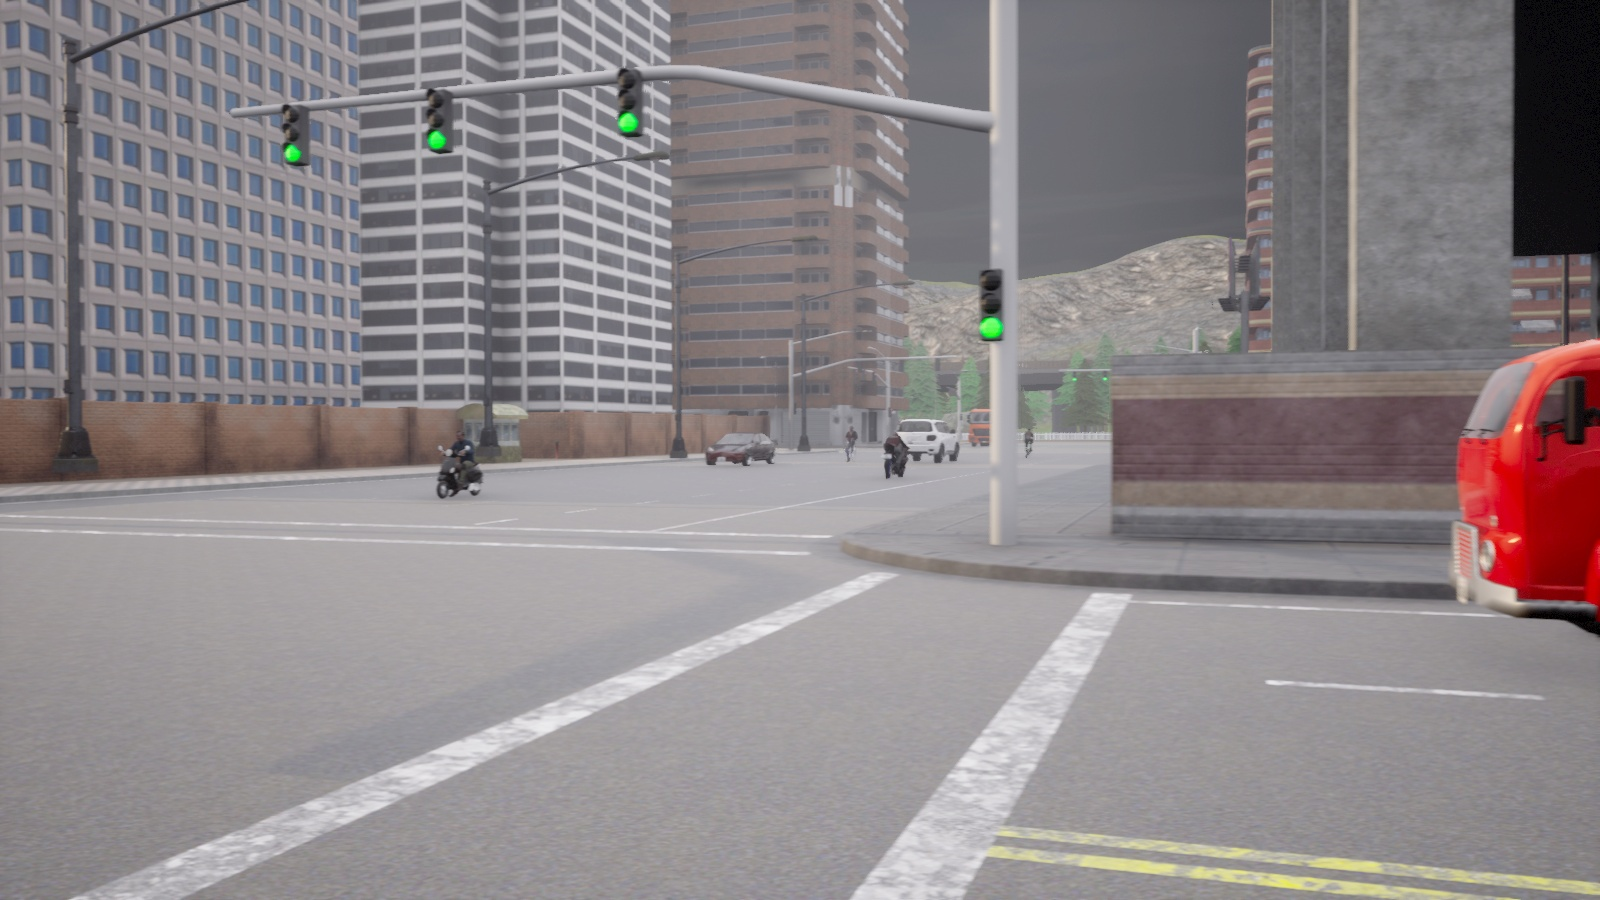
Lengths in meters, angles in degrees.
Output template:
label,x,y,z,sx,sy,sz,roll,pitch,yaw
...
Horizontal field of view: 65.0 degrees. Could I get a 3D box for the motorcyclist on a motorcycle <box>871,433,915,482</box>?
label,x,y,z,sx,sy,sz,roll,pitch,yaw
motorcyclist on a motorcycle,3.035,0.220,40.798,0.866,1.530,2.191,1,1,19

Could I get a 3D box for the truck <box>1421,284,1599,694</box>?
label,x,y,z,sx,sy,sz,roll,pitch,yaw
truck,7.128,0.236,8.173,5.204,2.467,2.627,1,1,19

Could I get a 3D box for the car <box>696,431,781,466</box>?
label,x,y,z,sx,sy,sz,roll,pitch,yaw
car,-2.695,-0.086,56.313,2.163,1.488,4.792,1,1,19

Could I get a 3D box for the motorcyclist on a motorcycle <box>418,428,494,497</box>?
label,x,y,z,sx,sy,sz,roll,pitch,yaw
motorcyclist on a motorcycle,-8.159,0.271,29.876,0.866,1.590,1.817,1,1,19

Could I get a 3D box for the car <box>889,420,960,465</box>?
label,x,y,z,sx,sy,sz,roll,pitch,yaw
car,6.025,-0.394,60.086,2.150,2.045,5.566,1,1,19
